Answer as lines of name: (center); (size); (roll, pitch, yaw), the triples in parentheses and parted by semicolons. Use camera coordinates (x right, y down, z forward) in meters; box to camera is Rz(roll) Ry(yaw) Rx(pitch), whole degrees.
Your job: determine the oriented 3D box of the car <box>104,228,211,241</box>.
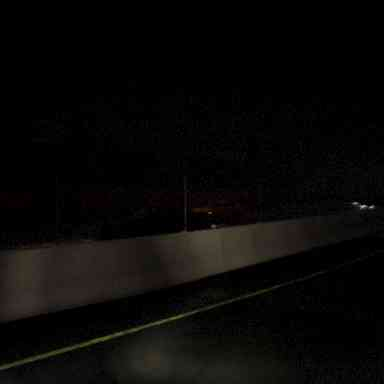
car: (-1.117, 1.525, 12.313); (4.181, 1.385, 1.994); (-1, 0, -40)
